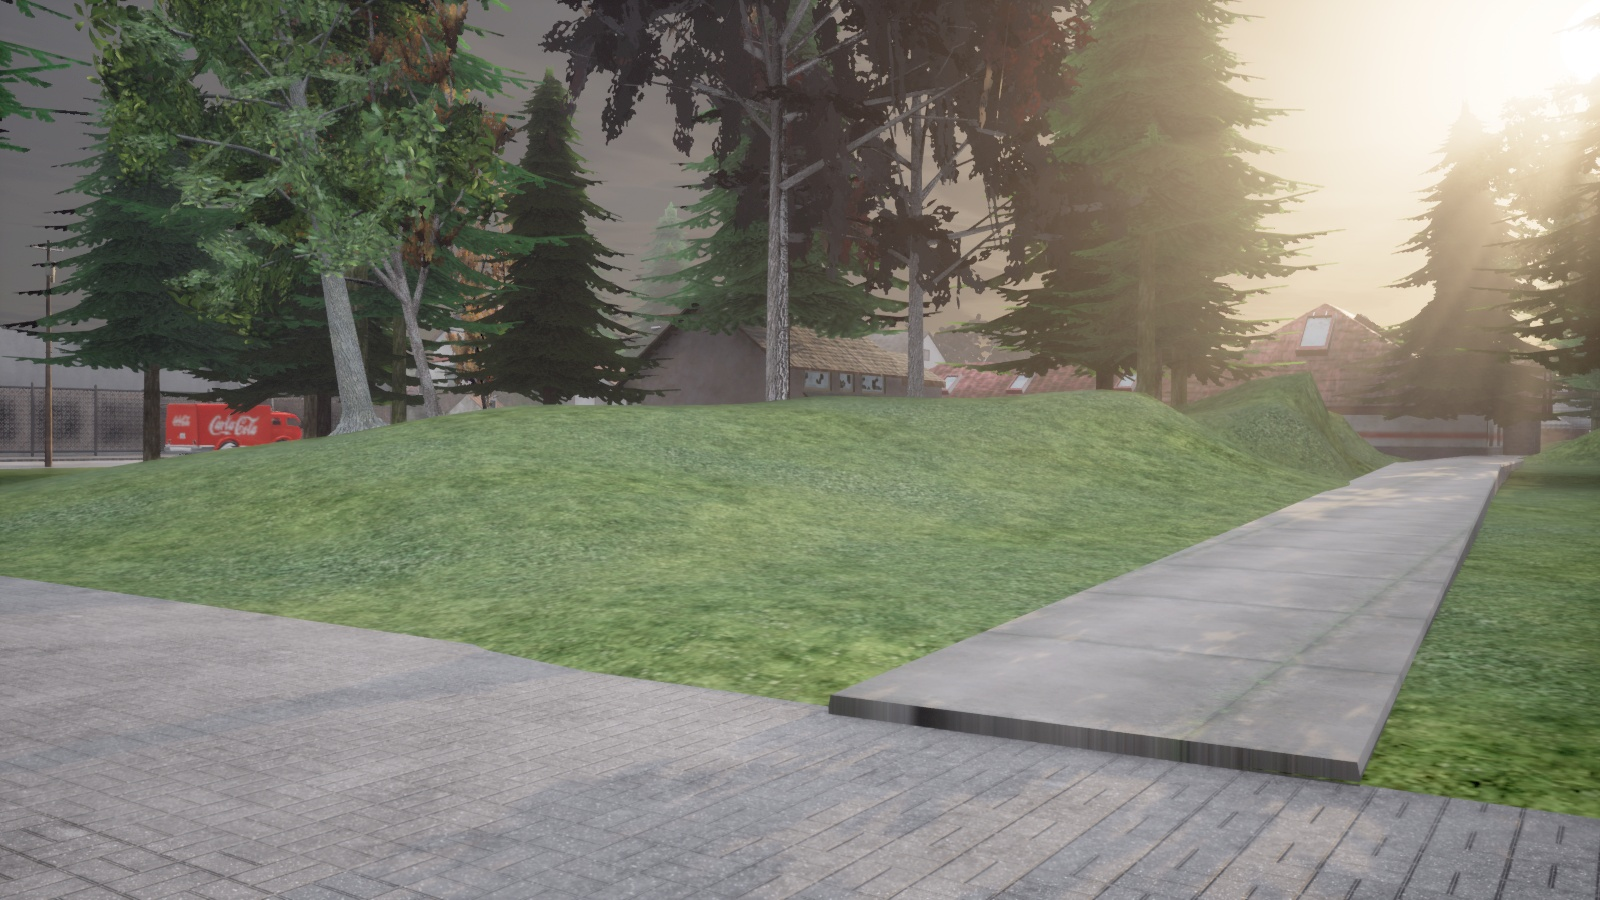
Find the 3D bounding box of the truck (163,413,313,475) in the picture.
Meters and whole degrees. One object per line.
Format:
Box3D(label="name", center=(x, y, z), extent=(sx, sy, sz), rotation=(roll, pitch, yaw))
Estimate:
Box3D(label="truck", center=(-23.740, -0.270, 53.247), extent=(2.627, 2.467, 5.204), rotation=(0, 1, 34))
